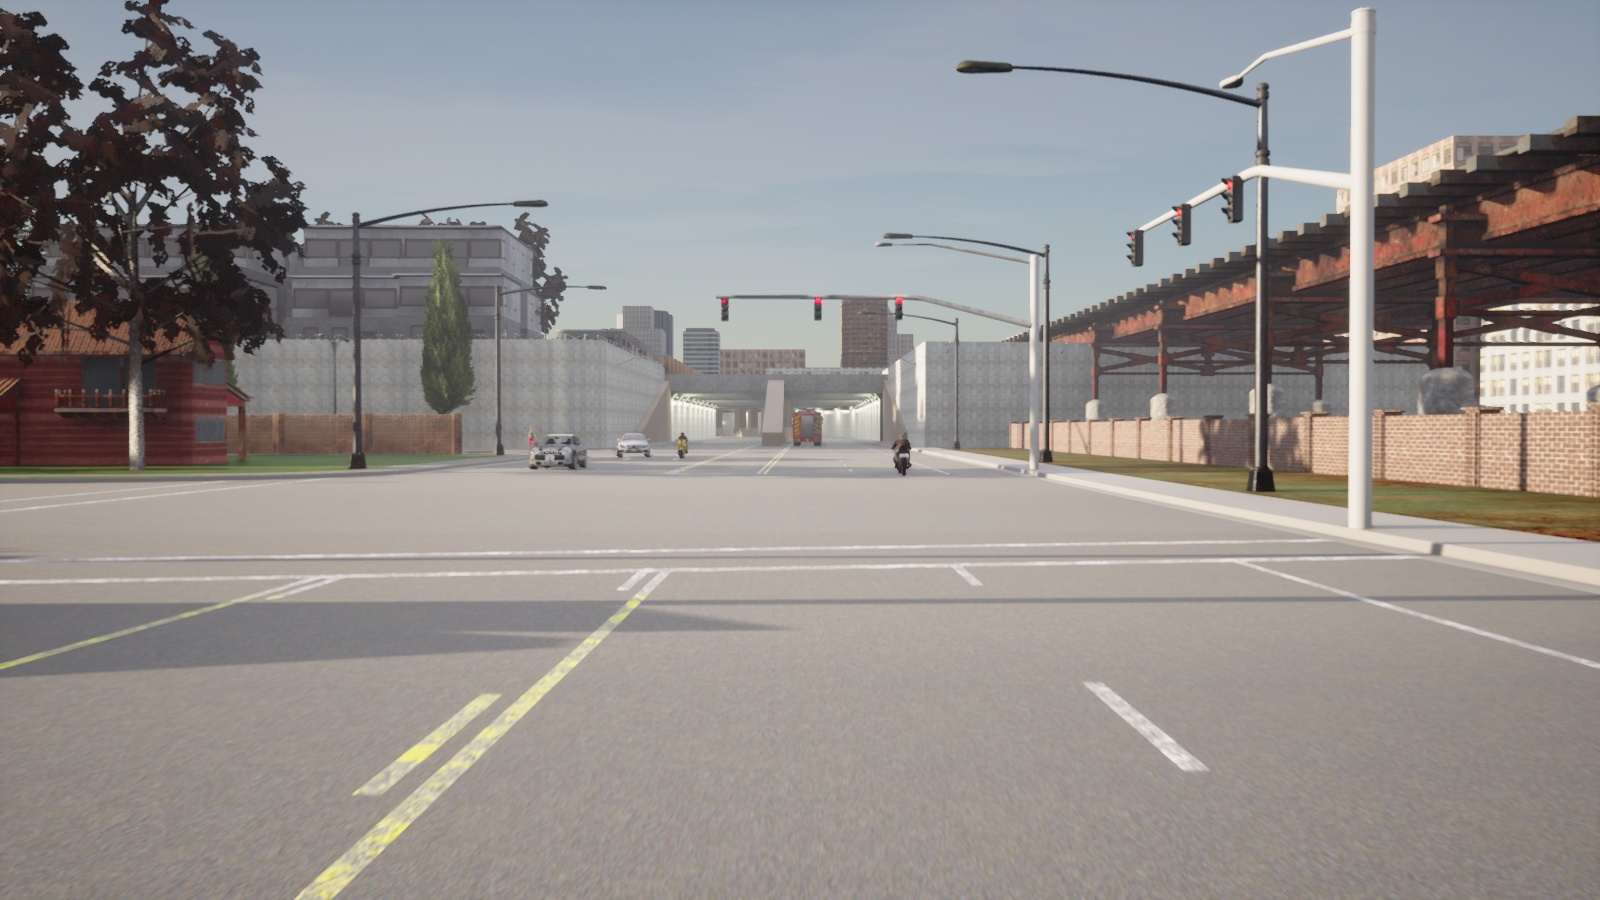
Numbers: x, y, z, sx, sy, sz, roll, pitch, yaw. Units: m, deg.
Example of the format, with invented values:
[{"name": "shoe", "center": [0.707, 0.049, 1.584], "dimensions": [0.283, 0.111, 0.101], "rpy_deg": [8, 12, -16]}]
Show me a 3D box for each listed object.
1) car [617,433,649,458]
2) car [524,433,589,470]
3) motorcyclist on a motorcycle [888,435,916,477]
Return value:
[{"name": "car", "center": [-10.011, -0.301, 75.464], "dimensions": [1.812, 1.442, 4.674], "rpy_deg": [0, 1, -7]}, {"name": "car", "center": [-10.185, 0.022, 52.805], "dimensions": [1.970, 1.475, 3.806], "rpy_deg": [0, 1, 0]}, {"name": "motorcyclist on a motorcycle", "center": [3.779, 0.209, 46.545], "dimensions": [0.866, 1.530, 2.191], "rpy_deg": [0, 1, 0]}]
